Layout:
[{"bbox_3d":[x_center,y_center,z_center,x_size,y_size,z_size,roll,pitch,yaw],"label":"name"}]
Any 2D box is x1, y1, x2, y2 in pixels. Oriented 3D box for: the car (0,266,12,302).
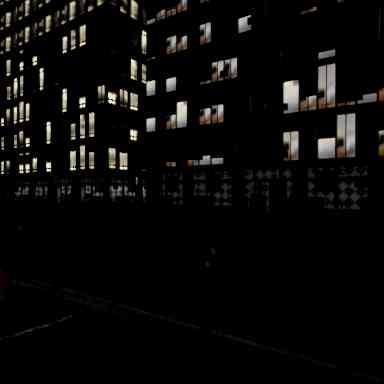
[{"bbox_3d":[-5.554,1.526,6.846,4.829,1.417,1.752,0,0,36],"label":"car"}]
